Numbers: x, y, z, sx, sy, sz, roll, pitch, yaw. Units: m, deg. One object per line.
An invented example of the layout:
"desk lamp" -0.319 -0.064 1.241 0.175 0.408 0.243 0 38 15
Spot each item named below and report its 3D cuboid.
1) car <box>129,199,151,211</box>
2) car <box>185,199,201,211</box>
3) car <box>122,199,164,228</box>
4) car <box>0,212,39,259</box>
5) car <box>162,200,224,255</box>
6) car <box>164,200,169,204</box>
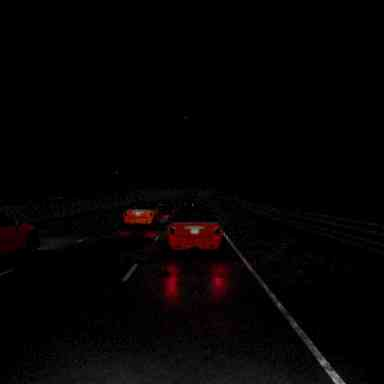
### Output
"car" -6.905 1.700 44.753 2.033 1.411 5.357 0 0 0
"car" 0.096 1.698 43.919 2.033 1.411 5.357 0 0 0
"car" -3.403 1.431 23.081 2.097 1.767 4.553 0 0 0
"car" -6.900 1.389 10.901 2.097 1.767 4.553 0 0 0
"car" 0.100 1.400 13.756 2.097 1.767 4.553 0 0 0
"car" -3.402 1.626 39.222 2.128 1.511 4.902 0 0 0
